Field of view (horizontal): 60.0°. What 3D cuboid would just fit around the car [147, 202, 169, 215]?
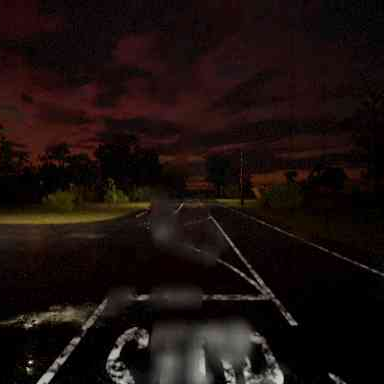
[{"bbox_3d":[-3.482,1.664,34.363,1.895,1.301,4.718,0,0,0],"label":"car"}]
